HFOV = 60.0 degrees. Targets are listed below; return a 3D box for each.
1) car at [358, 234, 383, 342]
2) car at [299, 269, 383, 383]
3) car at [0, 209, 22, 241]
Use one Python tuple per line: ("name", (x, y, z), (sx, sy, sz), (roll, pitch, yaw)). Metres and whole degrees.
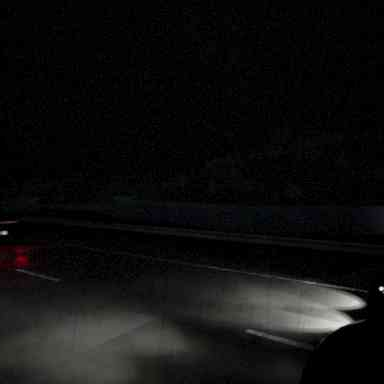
("car", (4.879, 1.564, 4.798), (4.181, 1.385, 1.994), (0, 0, 36))
("car", (3.101, 1.491, 1.769), (4.902, 1.511, 2.128), (0, 0, 36))
("car", (-9.722, 1.486, 15.223), (4.902, 1.511, 2.128), (0, 0, 35))
